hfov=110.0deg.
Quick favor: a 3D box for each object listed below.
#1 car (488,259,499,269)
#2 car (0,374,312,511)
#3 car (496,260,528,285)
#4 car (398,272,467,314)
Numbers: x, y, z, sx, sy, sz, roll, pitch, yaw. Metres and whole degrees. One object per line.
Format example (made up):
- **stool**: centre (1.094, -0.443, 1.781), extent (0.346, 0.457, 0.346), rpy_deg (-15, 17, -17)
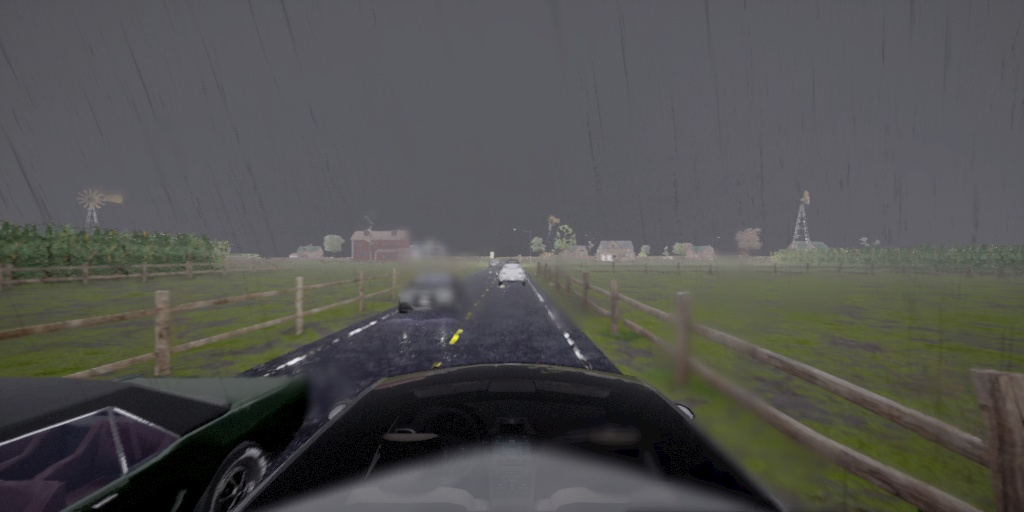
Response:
- **car**: centre (-2.805, 1.219, 57.534), extent (2.128, 1.511, 4.902), rpy_deg (0, 0, 1)
- **car**: centre (-2.847, 1.351, 1.203), extent (1.895, 1.301, 4.718), rpy_deg (0, 0, 0)
- **car**: centre (0.022, 1.269, 25.677), extent (1.812, 1.442, 4.674), rpy_deg (0, 0, 0)
- **car**: centre (-2.853, 1.311, 13.600), extent (1.994, 1.385, 4.181), rpy_deg (0, 0, -1)
